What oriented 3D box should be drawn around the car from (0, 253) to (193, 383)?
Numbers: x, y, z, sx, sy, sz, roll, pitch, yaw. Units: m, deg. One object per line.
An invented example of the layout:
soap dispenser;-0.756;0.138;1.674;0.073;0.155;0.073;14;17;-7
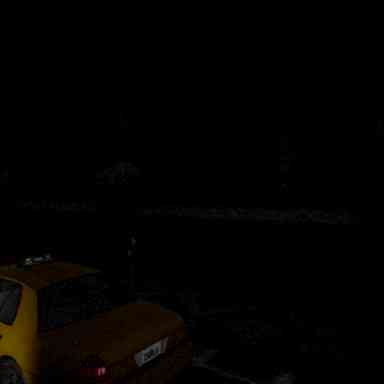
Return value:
car;-2.271;1.525;4.578;4.829;1.417;1.752;0;0;35
